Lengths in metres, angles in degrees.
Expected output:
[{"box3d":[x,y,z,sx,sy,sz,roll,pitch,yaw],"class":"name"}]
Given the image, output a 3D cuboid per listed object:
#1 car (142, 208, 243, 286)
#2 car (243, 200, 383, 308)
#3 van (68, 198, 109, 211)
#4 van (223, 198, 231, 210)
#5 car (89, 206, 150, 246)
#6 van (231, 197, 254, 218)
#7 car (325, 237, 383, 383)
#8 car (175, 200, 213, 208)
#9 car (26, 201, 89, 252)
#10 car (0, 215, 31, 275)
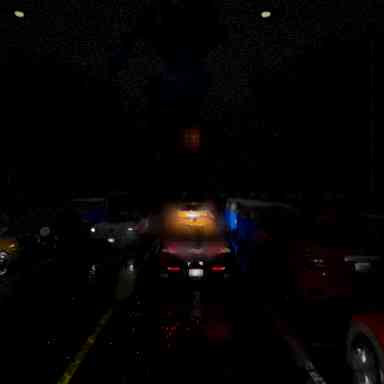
[{"box3d":[0.083,1.432,9.260,2.128,1.511,4.902,0,0,0],"class":"car"},{"box3d":[2.745,1.266,7.739,2.192,1.841,5.009,0,0,0],"class":"car"},{"box3d":[-5.804,1.226,18.595,1.690,1.788,3.998,0,0,0],"class":"van"},{"box3d":[2.721,1.226,18.614,1.690,1.788,3.998,0,0,0],"class":"van"},{"box3d":[-3.042,1.509,14.799,1.895,1.301,4.718,0,0,0],"class":"car"},{"box3d":[2.733,1.259,13.177,1.690,1.788,3.998,0,0,0],"class":"van"},{"box3d":[2.758,1.425,2.302,1.967,1.590,4.097,0,0,0],"class":"car"},{"box3d":[0.098,1.239,18.308,2.097,1.767,4.553,0,0,1],"class":"car"},{"box3d":[-5.792,1.358,13.158,1.967,1.590,4.097,0,0,0],"class":"car"},{"box3d":[-5.779,1.477,7.552,1.752,1.417,4.829,0,0,0],"class":"car"}]
